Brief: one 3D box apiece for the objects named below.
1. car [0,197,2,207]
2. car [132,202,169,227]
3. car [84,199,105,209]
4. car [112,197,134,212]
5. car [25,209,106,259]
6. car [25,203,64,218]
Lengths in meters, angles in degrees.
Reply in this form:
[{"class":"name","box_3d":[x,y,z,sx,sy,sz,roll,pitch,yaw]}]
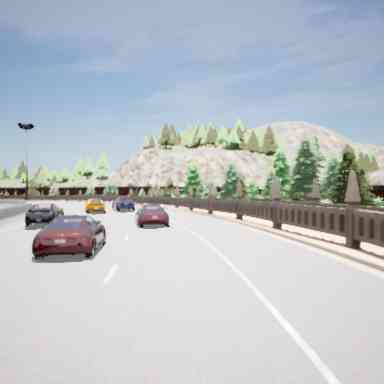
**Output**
[{"class":"car","box_3d":[-32.649,1.424,54.397,2.150,2.045,5.566,0,0,-36]},{"class":"car","box_3d":[-2.749,1.532,22.570,1.994,1.385,4.181,0,0,-13]},{"class":"car","box_3d":[-10.781,1.486,36.753,1.882,1.535,5.008,0,0,-21]},{"class":"car","box_3d":[-8.204,1.339,39.614,2.097,1.767,4.553,0,0,-21]},{"class":"car","box_3d":[-4.495,1.556,12.722,1.994,1.385,4.181,0,0,-7]},{"class":"car","box_3d":[-9.918,1.502,22.654,2.128,1.511,4.902,0,0,-13]}]
